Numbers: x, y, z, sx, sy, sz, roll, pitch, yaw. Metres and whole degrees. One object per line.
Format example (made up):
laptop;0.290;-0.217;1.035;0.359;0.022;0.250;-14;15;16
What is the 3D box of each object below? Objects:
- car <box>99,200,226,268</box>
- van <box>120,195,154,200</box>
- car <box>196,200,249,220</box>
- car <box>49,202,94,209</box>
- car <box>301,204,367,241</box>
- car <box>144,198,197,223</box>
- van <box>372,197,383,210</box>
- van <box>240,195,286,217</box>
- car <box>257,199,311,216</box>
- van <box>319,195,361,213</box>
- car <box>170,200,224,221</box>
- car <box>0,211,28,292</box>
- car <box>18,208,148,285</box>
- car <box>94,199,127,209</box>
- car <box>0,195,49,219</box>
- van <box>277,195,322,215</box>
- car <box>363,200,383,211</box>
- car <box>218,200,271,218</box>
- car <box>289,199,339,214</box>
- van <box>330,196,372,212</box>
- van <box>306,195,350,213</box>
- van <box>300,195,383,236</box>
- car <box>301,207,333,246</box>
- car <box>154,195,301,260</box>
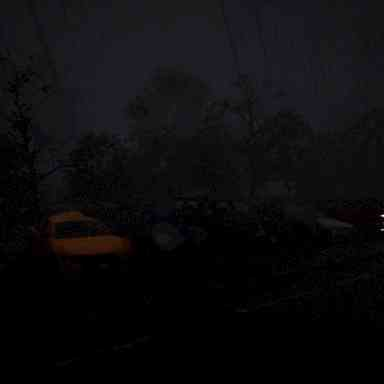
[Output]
car;-1.240;1.336;11.412;2.185;1.767;4.553;0;0;-35
van;-4.191;1.259;25.473;1.878;1.987;4.442;0;0;-35
car;2.649;1.521;30.194;2.097;1.535;5.008;0;0;-35
car;-8.528;1.459;22.014;1.946;1.575;5.366;0;0;-35
car;5.556;1.536;16.216;2.002;1.452;4.674;0;0;-35
car;-1.849;1.371;26.958;2.185;1.767;4.553;0;0;-35
van;29.539;1.723;49.491;1.878;1.987;4.442;1;-1;-35
van;7.092;1.320;33.507;1.878;1.987;4.442;0;0;-35
car;9.524;1.555;34.869;1.946;1.575;5.366;0;0;-35
van;18.361;1.442;41.531;1.878;1.987;4.442;1;-1;-35
car;0.290;1.508;28.514;2.097;1.535;5.008;0;0;-35
car;-5.746;1.461;8.172;2.231;1.521;4.892;0;0;-35
car;-3.488;1.457;9.780;2.097;1.535;5.008;0;0;-35
car;-6.377;1.473;23.764;2.231;1.521;4.892;0;0;-35
car;-10.906;1.204;20.581;2.435;2.045;5.566;0;0;-35
van;11.740;1.344;36.530;1.878;1.987;4.442;0;0;-35
car;27.450;1.935;47.858;2.002;1.452;4.674;1;-1;-35
car;4.906;1.534;31.800;2.231;1.521;4.892;0;0;-35
car;13.925;1.582;38.236;2.097;1.535;5.008;0;0;-35
van;20.515;1.496;43.065;1.878;1.987;4.442;1;-1;-35
van;16.132;1.383;39.658;1.878;1.987;4.442;1;-1;-35
van;7.753;1.282;17.920;1.878;1.987;4.442;0;0;-35
car;3.280;1.513;14.628;2.163;1.488;4.792;0;0;-35
car;1.053;1.220;12.971;2.435;2.045;5.566;0;0;-35
